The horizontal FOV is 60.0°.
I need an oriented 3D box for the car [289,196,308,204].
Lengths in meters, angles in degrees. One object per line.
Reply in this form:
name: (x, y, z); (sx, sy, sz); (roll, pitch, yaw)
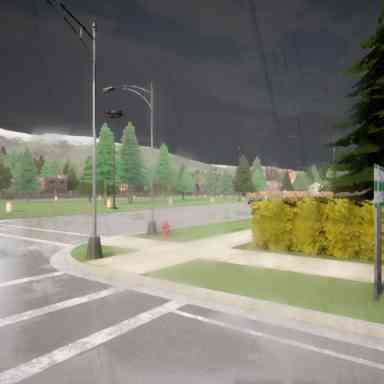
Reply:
car: (21.428, 1.547, 66.725); (2.033, 1.411, 5.357); (0, 0, 36)

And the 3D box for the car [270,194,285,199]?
car: (14.556, 1.526, 57.239); (1.812, 1.442, 4.674); (0, 0, 36)

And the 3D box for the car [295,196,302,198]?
car: (17.584, 1.564, 55.448); (1.994, 1.385, 4.181); (0, 0, 35)

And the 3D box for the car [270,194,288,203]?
car: (17.716, 1.353, 67.566); (2.097, 1.767, 4.553); (0, 0, 36)

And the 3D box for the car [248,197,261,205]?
car: (11.842, 1.601, 59.457); (1.895, 1.301, 4.718); (0, 0, 36)
